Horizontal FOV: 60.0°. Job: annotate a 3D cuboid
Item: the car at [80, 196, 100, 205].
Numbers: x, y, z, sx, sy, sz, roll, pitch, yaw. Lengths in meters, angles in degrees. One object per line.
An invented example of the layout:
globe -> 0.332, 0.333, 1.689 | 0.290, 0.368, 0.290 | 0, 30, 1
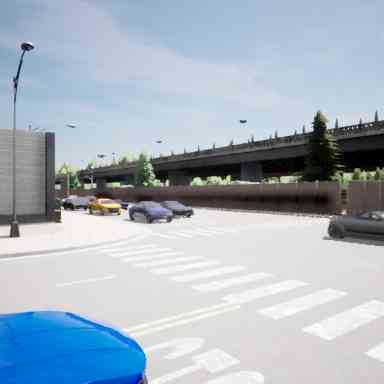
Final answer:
car -> -17.819, 1.422, 57.832 | 1.882, 1.535, 5.008 | 0, 0, -36

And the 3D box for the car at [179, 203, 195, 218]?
car -> -1.943, 1.492, 29.264 | 2.033, 1.411, 5.357 | 0, 0, -36

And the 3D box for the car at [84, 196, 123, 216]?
car -> -8.571, 1.422, 32.520 | 1.882, 1.535, 5.008 | 0, 0, -36

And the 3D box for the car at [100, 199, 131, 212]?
car -> -9.090, 1.546, 39.279 | 1.895, 1.301, 4.718 | 0, 0, -35

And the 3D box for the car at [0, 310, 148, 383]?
car -> -2.624, 1.478, 1.902 | 5.008, 1.535, 1.882 | 0, 0, -36

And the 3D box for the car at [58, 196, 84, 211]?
car -> -14.267, 1.492, 40.499 | 2.033, 1.411, 5.357 | 0, 0, -35

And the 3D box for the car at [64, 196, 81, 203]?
car -> -23.745, 1.469, 65.951 | 1.812, 1.442, 4.674 | 0, 0, -36

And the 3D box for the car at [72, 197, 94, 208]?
car -> -16.157, 1.470, 49.251 | 1.812, 1.442, 4.674 | 0, 0, -35

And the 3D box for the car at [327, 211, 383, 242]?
car -> 8.293, 1.543, 14.945 | 1.994, 1.385, 4.181 | 0, 0, -36

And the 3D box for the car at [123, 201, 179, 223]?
car -> -3.204, 1.470, 25.015 | 1.812, 1.442, 4.674 | 0, 0, -36
